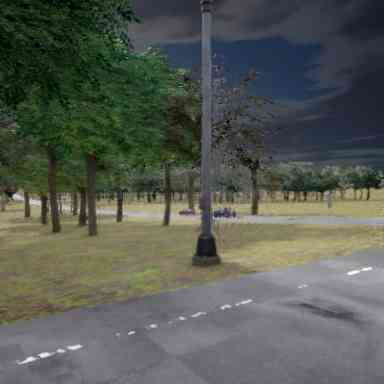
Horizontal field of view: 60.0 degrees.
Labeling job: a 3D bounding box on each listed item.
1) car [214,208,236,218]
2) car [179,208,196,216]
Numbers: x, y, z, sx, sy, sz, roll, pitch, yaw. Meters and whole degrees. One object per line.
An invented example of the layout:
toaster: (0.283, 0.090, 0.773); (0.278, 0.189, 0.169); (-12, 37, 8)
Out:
car: (5.980, 3.780, 61.978); (2.097, 1.767, 4.553); (-1, -2, -34)
car: (-1.031, 4.313, 72.202); (1.812, 1.442, 4.674); (-2, -1, -34)
